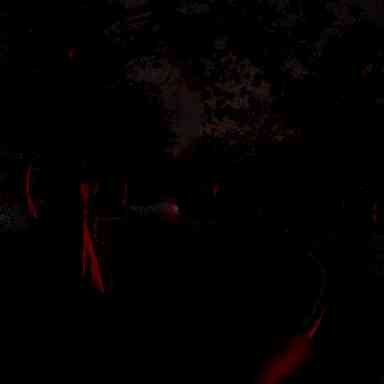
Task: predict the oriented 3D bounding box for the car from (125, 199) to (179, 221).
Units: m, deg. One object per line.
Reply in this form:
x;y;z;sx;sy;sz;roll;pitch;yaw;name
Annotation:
-4.045;1.771;33.883;5.566;2.045;2.150;-2;-2;20;car
